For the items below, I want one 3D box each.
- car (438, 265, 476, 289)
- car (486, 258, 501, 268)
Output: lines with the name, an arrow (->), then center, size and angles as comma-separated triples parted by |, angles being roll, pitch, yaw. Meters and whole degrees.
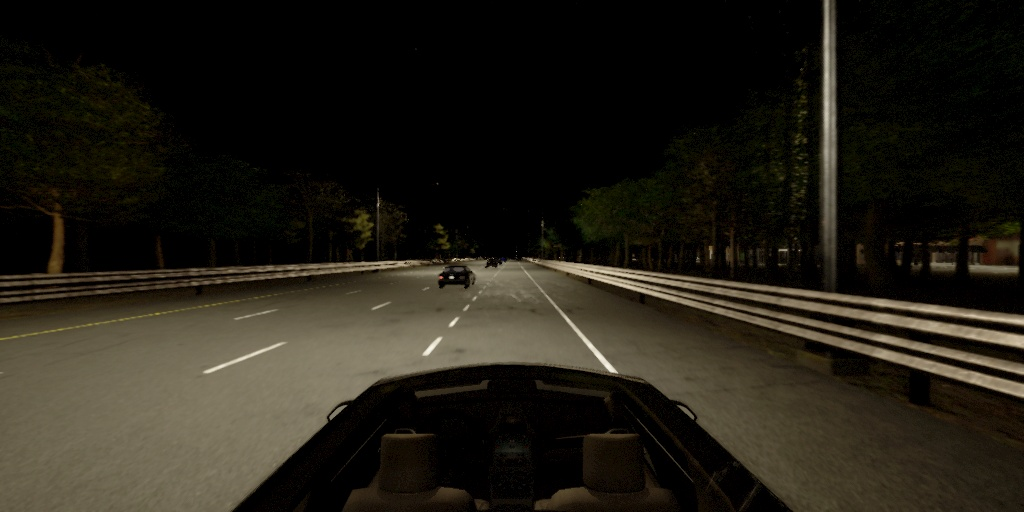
car -> -3.507, 1.311, 23.336 | 2.033, 1.411, 5.357 | 0, 0, 0
car -> -3.415, 1.322, 61.715 | 1.837, 1.490, 4.892 | 0, 0, 0
